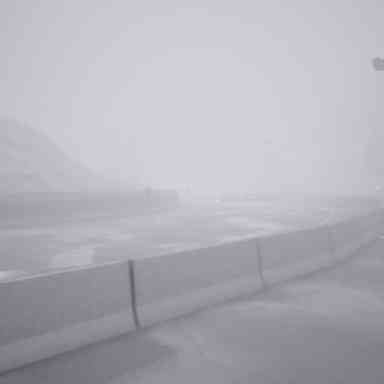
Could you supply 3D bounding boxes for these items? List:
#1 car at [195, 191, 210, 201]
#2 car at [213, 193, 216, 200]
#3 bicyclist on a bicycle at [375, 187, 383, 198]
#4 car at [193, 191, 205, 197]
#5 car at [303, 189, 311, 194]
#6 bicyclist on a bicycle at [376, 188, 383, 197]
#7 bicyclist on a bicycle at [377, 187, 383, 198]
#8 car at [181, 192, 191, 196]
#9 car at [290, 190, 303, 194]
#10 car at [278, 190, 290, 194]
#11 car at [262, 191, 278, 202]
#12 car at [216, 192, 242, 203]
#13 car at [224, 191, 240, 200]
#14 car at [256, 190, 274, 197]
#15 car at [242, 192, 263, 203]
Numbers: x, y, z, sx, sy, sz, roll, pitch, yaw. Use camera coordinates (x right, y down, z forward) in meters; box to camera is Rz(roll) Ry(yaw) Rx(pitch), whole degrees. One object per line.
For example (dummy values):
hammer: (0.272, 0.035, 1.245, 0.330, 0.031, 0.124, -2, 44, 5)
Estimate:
car: (2.331, 1.098, 70.483, 1.895, 1.301, 4.718, -1, 0, -15)
car: (5.765, 0.946, 71.176, 1.812, 1.442, 4.674, -1, 0, -15)
bicyclist on a bicycle: (37.615, 0.086, 66.482, 1.656, 1.620, 0.582, 23, -5, -14)
car: (1.860, 0.505, 86.056, 1.837, 1.490, 4.892, -1, 0, -15)
car: (27.881, 0.148, 83.391, 1.837, 1.490, 4.892, -1, 0, -15)
bicyclist on a bicycle: (37.864, 0.090, 65.423, 1.656, 1.620, 0.582, 21, -4, -13)
bicyclist on a bicycle: (37.736, 0.086, 65.983, 1.656, 1.620, 0.582, 22, -6, -14)
car: (-1.631, 0.564, 85.573, 1.882, 1.535, 5.008, -1, 0, -15)
car: (24.497, 0.270, 82.505, 2.033, 1.411, 5.357, -1, 0, -15)
car: (21.112, 0.353, 81.619, 2.033, 1.411, 5.357, -1, 0, -15)
car: (12.621, 0.879, 57.823, 1.837, 1.490, 4.892, -1, 1, -11)
car: (6.052, 1.089, 55.157, 2.033, 1.411, 5.357, -1, 0, -11)
car: (8.790, 0.691, 73.420, 2.097, 1.767, 4.553, -1, 0, -15)
car: (17.727, 0.420, 80.733, 2.128, 1.511, 4.902, -1, 0, -15)
car: (9.488, 1.008, 55.818, 2.033, 1.411, 5.357, -1, 0, -10)
